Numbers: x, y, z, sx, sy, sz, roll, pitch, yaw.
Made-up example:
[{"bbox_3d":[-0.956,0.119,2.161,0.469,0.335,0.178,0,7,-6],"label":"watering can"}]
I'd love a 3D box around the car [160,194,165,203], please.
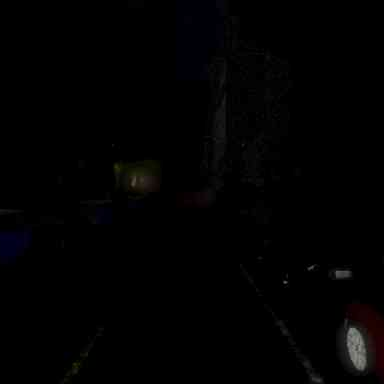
[{"bbox_3d":[-5.636,1.367,70.555,2.192,1.841,5.009,0,0,0],"label":"car"}]

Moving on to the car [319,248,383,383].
[{"bbox_3d":[2.855,1.550,2.666,1.887,1.381,4.507,0,0,0],"label":"car"}]

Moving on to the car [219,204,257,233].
[{"bbox_3d":[2.864,1.614,19.647,1.802,1.307,4.206,0,0,0],"label":"car"}]

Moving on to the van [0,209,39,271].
[{"bbox_3d":[-5.668,1.357,8.318,1.690,1.788,3.998,0,0,0],"label":"van"}]

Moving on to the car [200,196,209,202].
[{"bbox_3d":[2.892,1.614,76.252,1.947,1.339,4.313,0,0,0],"label":"car"}]

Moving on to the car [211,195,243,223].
[{"bbox_3d":[2.865,1.354,25.308,2.192,1.841,5.009,0,0,0],"label":"car"}]

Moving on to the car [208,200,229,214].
[{"bbox_3d":[2.872,1.593,36.628,1.887,1.381,4.507,0,0,0],"label":"car"}]

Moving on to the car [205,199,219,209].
[{"bbox_3d":[2.878,1.635,47.949,1.802,1.307,4.206,0,0,0],"label":"car"}]

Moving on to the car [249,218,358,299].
[{"bbox_3d":[2.858,1.582,8.325,1.947,1.339,4.313,0,0,0],"label":"car"}]

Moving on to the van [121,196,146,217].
[{"bbox_3d":[-5.656,1.386,30.950,1.690,1.788,3.998,0,0,0],"label":"van"}]

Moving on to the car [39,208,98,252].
[{"bbox_3d":[-5.665,1.570,13.976,1.887,1.381,4.507,0,0,0],"label":"car"}]

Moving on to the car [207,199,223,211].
[{"bbox_3d":[2.875,1.633,42.289,1.802,1.307,4.206,0,0,0],"label":"car"}]

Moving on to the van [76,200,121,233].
[{"bbox_3d":[-5.662,1.374,19.634,1.690,1.788,3.998,0,0,0],"label":"van"}]

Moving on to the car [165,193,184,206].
[{"bbox_3d":[-3.018,1.274,58.252,2.150,2.045,5.566,0,0,1],"label":"car"}]

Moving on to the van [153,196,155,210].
[{"bbox_3d":[-5.651,1.393,42.265,1.690,1.788,3.998,0,0,0],"label":"van"}]

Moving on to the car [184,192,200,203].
[{"bbox_3d":[0.032,1.169,68.745,2.150,2.045,5.566,0,0,0],"label":"car"}]

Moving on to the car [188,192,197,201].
[{"bbox_3d":[0.040,1.125,83.851,2.150,2.045,5.566,0,0,0],"label":"car"}]

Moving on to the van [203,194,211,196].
[{"bbox_3d":[2.880,1.395,53.610,1.690,1.788,3.998,0,0,0],"label":"van"}]

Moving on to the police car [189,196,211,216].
[{"bbox_3d":[0.915,1.472,33.373,1.930,1.638,5.238,0,0,0],"label":"police car"}]

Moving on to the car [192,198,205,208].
[{"bbox_3d":[0.923,1.579,49.262,1.812,1.442,4.674,0,0,0],"label":"car"}]

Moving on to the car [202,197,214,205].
[{"bbox_3d":[2.883,1.599,59.270,1.887,1.381,4.507,0,0,0],"label":"car"}]

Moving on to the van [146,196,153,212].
[{"bbox_3d":[-5.654,1.390,36.607,1.690,1.788,3.998,0,0,0],"label":"van"}]
